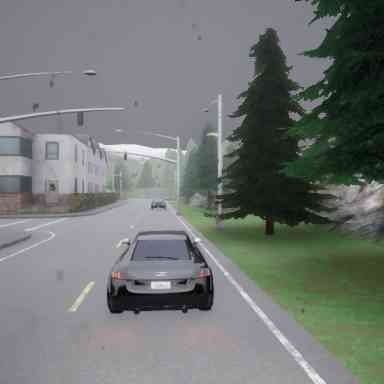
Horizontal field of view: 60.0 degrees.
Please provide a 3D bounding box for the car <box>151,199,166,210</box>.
[{"bbox_3d":[-4.437,1.601,43.920,1.895,1.301,4.718,0,0,-6],"label":"car"}]

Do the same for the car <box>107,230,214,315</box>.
[{"bbox_3d":[-0.692,1.564,7.692,1.994,1.385,4.181,0,0,-5],"label":"car"}]
